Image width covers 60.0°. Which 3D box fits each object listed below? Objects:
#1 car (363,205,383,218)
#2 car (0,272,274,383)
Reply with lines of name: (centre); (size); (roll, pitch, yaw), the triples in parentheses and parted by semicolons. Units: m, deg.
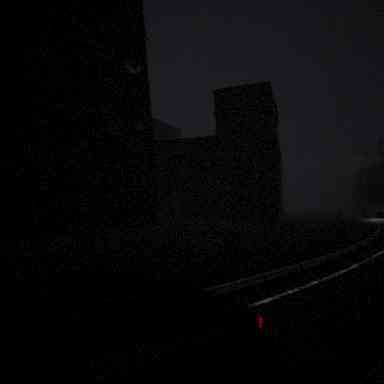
car: (21.617, 2.220, 39.022); (1.882, 1.535, 5.008); (-3, -3, 14)
car: (-1.140, 1.583, 3.191); (4.181, 1.385, 1.994); (0, 0, -38)
